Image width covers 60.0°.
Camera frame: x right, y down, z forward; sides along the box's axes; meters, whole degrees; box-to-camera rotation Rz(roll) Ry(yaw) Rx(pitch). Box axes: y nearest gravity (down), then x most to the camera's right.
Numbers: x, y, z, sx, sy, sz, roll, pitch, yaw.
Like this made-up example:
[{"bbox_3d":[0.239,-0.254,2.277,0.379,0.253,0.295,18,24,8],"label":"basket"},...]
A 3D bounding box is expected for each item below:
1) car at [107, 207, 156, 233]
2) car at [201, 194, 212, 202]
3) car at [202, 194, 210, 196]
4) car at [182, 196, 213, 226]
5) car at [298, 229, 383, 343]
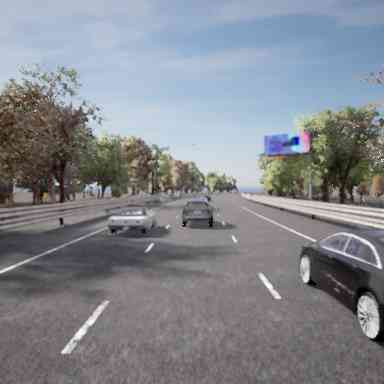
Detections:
[{"bbox_3d":[-3.153,1.462,18.388,1.895,1.301,4.718,0,0,1],"label":"car"},{"bbox_3d":[2.717,1.090,63.212,1.837,1.490,4.892,0,0,5],"label":"car"},{"bbox_3d":[1.056,1.290,37.264,2.033,1.411,5.357,0,0,3],"label":"car"},{"bbox_3d":[0.392,1.270,21.911,2.033,1.649,4.856,0,0,2],"label":"car"},{"bbox_3d":[3.530,1.448,6.344,2.128,1.511,4.902,0,0,1],"label":"car"}]
